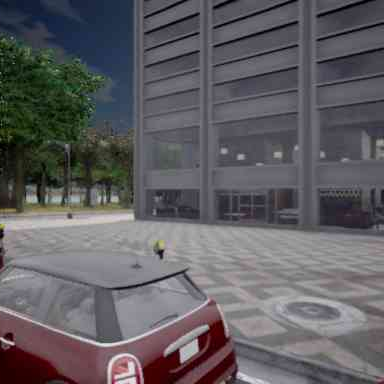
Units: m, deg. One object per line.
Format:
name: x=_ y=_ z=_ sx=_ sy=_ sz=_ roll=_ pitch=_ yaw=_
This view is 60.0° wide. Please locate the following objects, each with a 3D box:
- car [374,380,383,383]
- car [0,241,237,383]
car: x=2.822 y=1.542 z=0.950 sx=4.507 sy=1.381 sz=1.887 roll=0 pitch=0 yaw=35
car: x=-1.606 y=1.446 z=4.105 sx=4.097 sy=1.590 sz=1.967 roll=0 pitch=0 yaw=35
